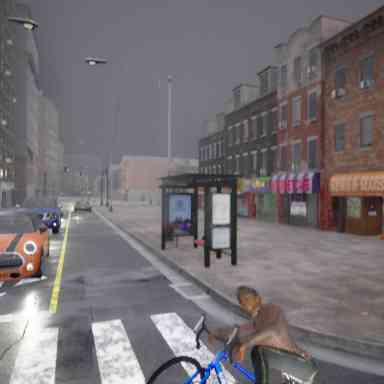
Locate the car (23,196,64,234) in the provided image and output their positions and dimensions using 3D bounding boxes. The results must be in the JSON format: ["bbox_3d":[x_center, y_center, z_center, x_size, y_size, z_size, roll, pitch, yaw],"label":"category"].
[{"bbox_3d":[-8.999,1.285,19.763,2.150,2.045,5.566,0,0,-20],"label":"car"}]

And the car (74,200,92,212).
[{"bbox_3d":[-13.210,1.708,40.237,1.994,1.385,4.181,0,0,-19],"label":"car"}]

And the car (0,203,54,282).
[{"bbox_3d":[-5.430,1.387,9.808,2.097,1.767,4.553,0,0,-20],"label":"car"}]

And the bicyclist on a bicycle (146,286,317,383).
[{"bbox_3d":[0.467,1.437,2.572,1.656,0.582,1.620,26,37,5],"label":"bicyclist on a bicycle"}]
